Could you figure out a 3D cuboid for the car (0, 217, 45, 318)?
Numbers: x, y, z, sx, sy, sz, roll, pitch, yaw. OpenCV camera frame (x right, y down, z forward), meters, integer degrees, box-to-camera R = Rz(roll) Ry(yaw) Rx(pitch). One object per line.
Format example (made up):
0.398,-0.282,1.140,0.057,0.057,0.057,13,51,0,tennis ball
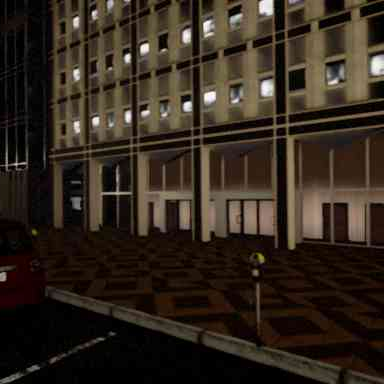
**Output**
-4.831,1.384,6.329,5.009,1.841,2.192,-1,-1,36,car
